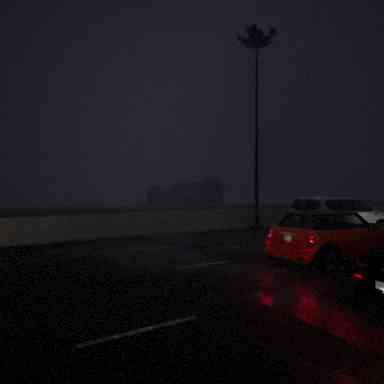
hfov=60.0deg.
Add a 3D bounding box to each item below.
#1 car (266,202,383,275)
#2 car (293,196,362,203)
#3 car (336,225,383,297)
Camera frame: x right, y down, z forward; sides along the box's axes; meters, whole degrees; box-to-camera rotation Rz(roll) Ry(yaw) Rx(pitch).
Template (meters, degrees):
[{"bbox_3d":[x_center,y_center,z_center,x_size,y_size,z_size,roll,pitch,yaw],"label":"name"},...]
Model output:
[{"bbox_3d":[4.619,1.362,10.711,4.553,1.767,2.097,0,0,-30],"label":"car"},{"bbox_3d":[7.145,1.237,16.185,5.566,2.045,2.150,0,0,-29],"label":"car"},{"bbox_3d":[5.450,1.536,7.154,4.674,1.442,1.812,0,0,-30],"label":"car"}]
